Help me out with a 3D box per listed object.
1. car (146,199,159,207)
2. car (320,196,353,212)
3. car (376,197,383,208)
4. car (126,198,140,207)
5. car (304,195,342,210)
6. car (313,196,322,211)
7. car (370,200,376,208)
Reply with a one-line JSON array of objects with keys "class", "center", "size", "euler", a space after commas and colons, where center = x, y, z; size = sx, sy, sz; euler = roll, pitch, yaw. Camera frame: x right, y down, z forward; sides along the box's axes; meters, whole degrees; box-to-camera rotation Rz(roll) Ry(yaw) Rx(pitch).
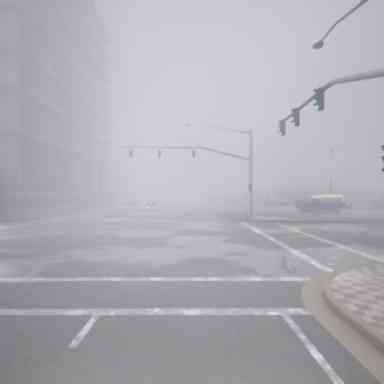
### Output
[{"class": "car", "center": [-7.226, 1.941, 60.874], "size": [2.033, 1.411, 5.357], "euler": [0, 0, 1]}, {"class": "car", "center": [21.578, 1.772, 49.265], "size": [3.806, 1.475, 1.970], "euler": [0, 0, 0]}, {"class": "car", "center": [36.691, 1.602, 60.257], "size": [4.605, 1.855, 1.932], "euler": [0, 0, 0]}, {"class": "car", "center": [-10.728, 1.870, 60.881], "size": [1.882, 1.535, 5.008], "euler": [0, 0, 1]}, {"class": "car", "center": [21.580, 1.566, 54.845], "size": [4.605, 1.855, 1.932], "euler": [0, 0, 0]}, {"class": "car", "center": [21.605, 1.759, 52.160], "size": [3.905, 1.438, 1.784], "euler": [0, 0, 0]}, {"class": "car", "center": [36.782, 1.832, 63.152], "size": [3.905, 1.438, 1.784], "euler": [0, 0, 0]}]
